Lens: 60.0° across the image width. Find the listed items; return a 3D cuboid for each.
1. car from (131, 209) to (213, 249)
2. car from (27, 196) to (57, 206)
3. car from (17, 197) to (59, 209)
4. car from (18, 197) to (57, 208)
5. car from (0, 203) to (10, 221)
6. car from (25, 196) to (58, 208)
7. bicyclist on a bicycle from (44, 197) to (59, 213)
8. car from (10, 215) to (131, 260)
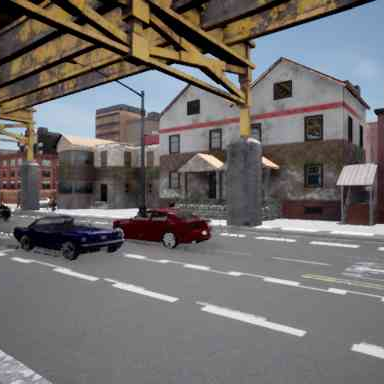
[{"bbox_3d":[-1.451,1.477,14.696,5.008,1.535,1.882,0,0,38],"label":"car"},{"bbox_3d":[-21.762,1.294,48.372,1.853,1.218,4.536,0,0,8],"label":"car"},{"bbox_3d":[-20.605,1.452,44.776,4.974,1.542,2.038,0,0,-22],"label":"car"},{"bbox_3d":[-20.557,1.294,44.796,4.536,1.218,1.853,0,0,-22],"label":"car"},{"bbox_3d":[-15.963,1.491,25.881,4.902,1.511,2.128,0,0,38],"label":"car"},{"bbox_3d":[-21.769,1.452,48.321,2.038,1.542,4.974,0,0,8],"label":"car"},{"bbox_3d":[-14.254,1.303,33.761,0.582,1.620,1.656,0,0,38],"label":"bicyclist on a bicycle"},{"bbox_3d":[-4.711,1.601,12.537,4.718,1.301,1.895,0,0,38],"label":"car"}]
